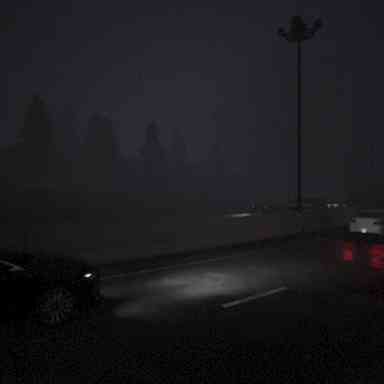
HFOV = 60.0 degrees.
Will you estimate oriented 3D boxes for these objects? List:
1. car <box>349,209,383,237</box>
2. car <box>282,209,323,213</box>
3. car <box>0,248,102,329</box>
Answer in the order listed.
[{"bbox_3d":[9.700,1.593,17.300,1.812,1.442,4.674,0,0,44],"label":"car"},{"bbox_3d":[9.666,1.321,28.017,2.150,2.045,5.566,0,0,39],"label":"car"},{"bbox_3d":[-3.982,1.502,5.366,4.902,1.511,2.128,0,0,-35],"label":"car"}]
